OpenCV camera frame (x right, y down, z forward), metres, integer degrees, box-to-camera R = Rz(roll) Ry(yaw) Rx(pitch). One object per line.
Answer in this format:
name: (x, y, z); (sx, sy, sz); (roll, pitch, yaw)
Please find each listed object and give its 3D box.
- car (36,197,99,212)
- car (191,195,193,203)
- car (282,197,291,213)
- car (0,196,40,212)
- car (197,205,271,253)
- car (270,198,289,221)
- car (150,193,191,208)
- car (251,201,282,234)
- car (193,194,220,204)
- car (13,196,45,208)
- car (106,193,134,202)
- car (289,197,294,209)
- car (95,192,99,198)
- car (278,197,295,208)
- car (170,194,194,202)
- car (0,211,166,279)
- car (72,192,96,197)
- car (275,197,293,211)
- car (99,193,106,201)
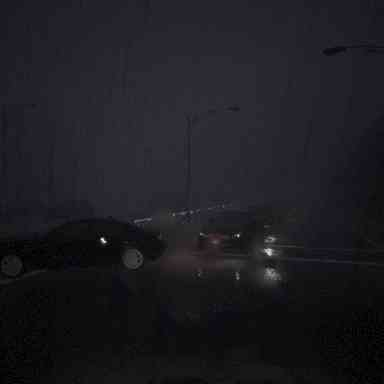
car: (-9.021, 1.356, 24.205); (3.633, 1.501, 1.845); (0, 0, 18)
car: (-2.402, 1.052, 44.651); (3.866, 1.878, 1.905); (0, 0, 18)
car: (7.766, 1.486, 30.501); (1.837, 1.490, 4.892); (0, 0, 19)
car: (-15.098, 1.356, 29.404); (3.806, 1.475, 1.970); (0, 0, 19)
car: (1.822, 1.514, 13.886); (1.812, 1.442, 4.674); (0, 0, 24)
car: (5.885, 1.475, 24.939); (2.128, 1.511, 4.902); (0, 0, 19)
car: (-2.942, 1.074, 41.767); (4.605, 1.855, 1.932); (0, 0, 18)
car: (3.972, 1.490, 19.294); (1.837, 1.490, 4.892); (0, 0, 19)
car: (1.693, 1.125, 56.772); (5.027, 1.636, 2.152); (0, 0, 19)
car: (-21.672, 1.273, 44.284); (3.633, 1.501, 1.845); (0, 0, 18)
car: (-13.771, 1.046, 65.311); (4.605, 1.855, 1.932); (0, 0, 18)
car: (9.808, 1.544, 36.539); (1.994, 1.385, 4.181); (0, 0, 19)
car: (-21.816, 1.298, 67.989); (3.806, 1.475, 1.970); (0, 0, 19)
car: (13.567, 1.468, 47.669); (2.128, 1.511, 4.902); (0, 0, 19)
car: (-2.065, 1.257, 68.682); (4.514, 1.523, 2.007); (0, 0, 18)
car: (-3.278, 1.475, 9.864); (5.008, 1.535, 1.882); (0, 0, -15)
car: (-18.433, 1.249, 53.738); (4.514, 1.523, 2.007); (0, 0, 18)
car: (11.683, 1.483, 42.094); (1.837, 1.490, 4.892); (0, 0, 19)
car: (-20.173, 1.014, 70.943); (3.866, 1.878, 1.905); (0, 0, 18)
